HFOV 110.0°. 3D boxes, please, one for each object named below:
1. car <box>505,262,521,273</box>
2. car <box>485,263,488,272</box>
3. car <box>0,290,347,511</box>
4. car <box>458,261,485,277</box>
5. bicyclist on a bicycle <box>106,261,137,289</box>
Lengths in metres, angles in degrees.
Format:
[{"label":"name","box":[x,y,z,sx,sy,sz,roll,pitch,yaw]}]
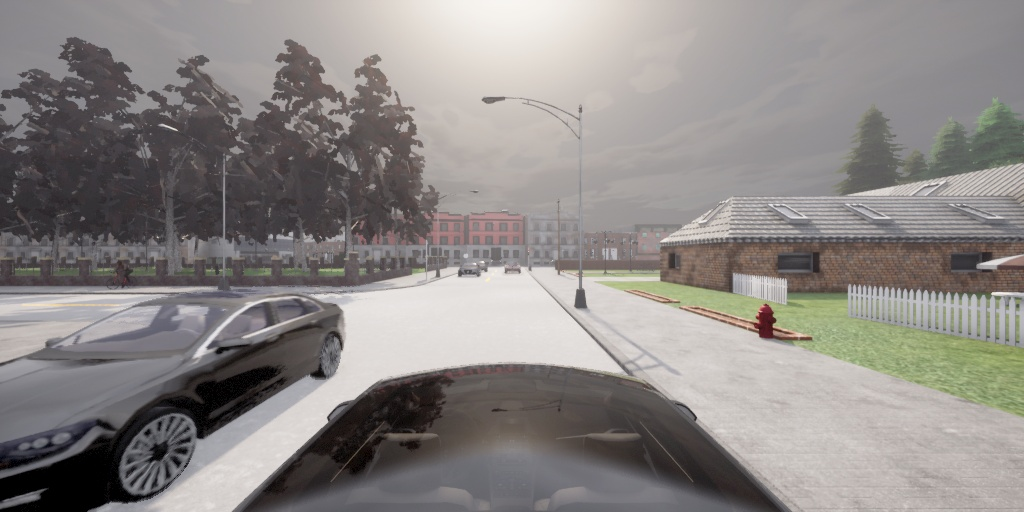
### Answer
[{"label":"car","box":[0.069,1.350,43.573,1.895,1.301,4.718,0,0,0]},{"label":"car","box":[-4.108,1.314,45.581,1.994,1.385,4.181,0,0,0]},{"label":"car","box":[-3.851,1.241,4.480,2.128,1.511,4.902,0,0,-1]},{"label":"car","box":[-4.124,1.314,35.596,1.994,1.385,4.181,0,0,0]},{"label":"bicyclist on a bicycle","box":[-22.656,1.099,20.842,0.582,1.620,1.656,0,0,0]}]
